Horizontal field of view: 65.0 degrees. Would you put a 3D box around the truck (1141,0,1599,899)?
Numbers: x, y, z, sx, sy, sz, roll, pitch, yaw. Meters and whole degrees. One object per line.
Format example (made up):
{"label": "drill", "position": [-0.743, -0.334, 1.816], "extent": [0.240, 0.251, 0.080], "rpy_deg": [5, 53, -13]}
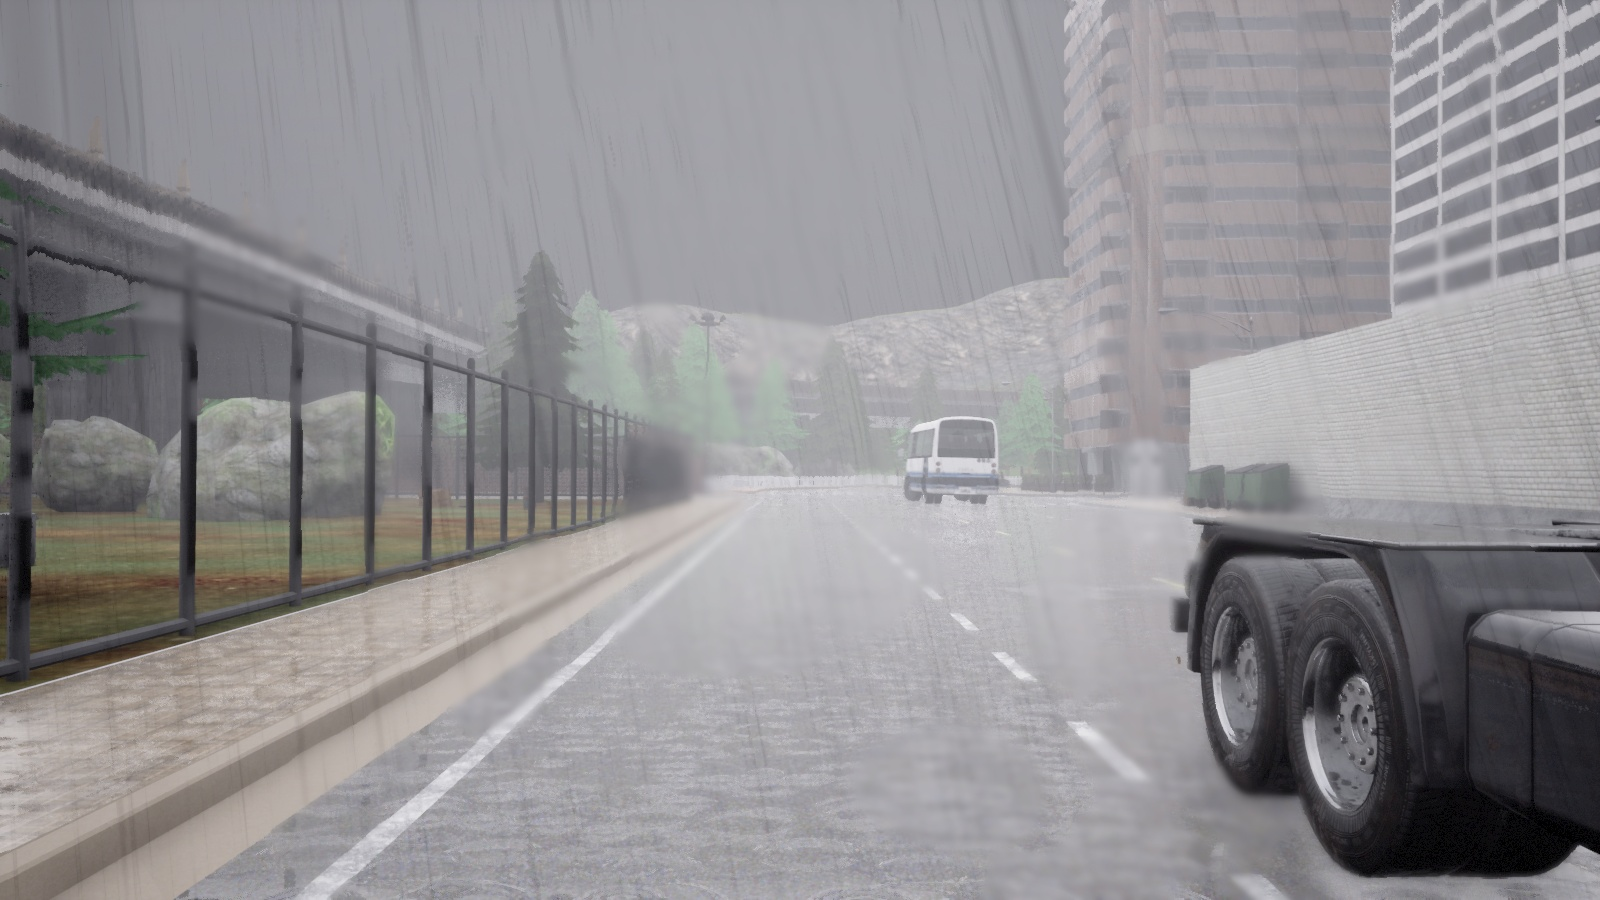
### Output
{"label": "truck", "position": [3.487, -0.123, 3.466], "extent": [2.891, 3.462, 7.936], "rpy_deg": [0, -1, 0]}

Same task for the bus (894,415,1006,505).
{"label": "bus", "position": [7.604, 0.553, 65.457], "extent": [3.944, 4.253, 10.273], "rpy_deg": [1, -1, -3]}
